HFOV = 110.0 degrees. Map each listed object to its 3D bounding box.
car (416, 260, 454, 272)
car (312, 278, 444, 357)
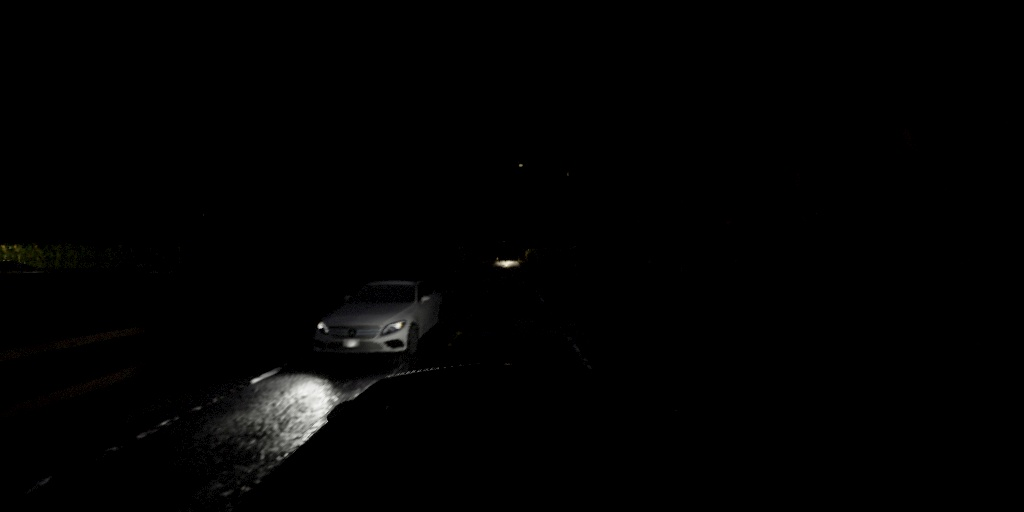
[{"bbox_3d":[-10.315,1.368,48.234,4.892,1.490,1.837,1,0,-4],"label":"car"},{"bbox_3d":[-2.849,1.281,8.688,1.812,1.442,4.674,0,0,0],"label":"car"}]
